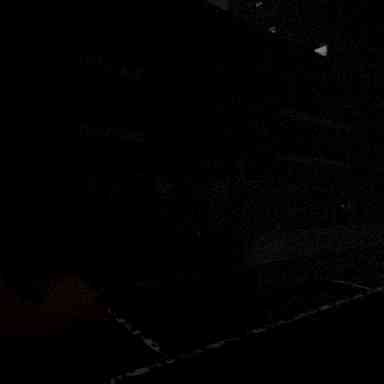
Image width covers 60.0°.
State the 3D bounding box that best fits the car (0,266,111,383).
[{"bbox_3d":[-3.385,1.525,3.659,4.829,1.417,1.752,0,2,-35],"label":"car"}]
